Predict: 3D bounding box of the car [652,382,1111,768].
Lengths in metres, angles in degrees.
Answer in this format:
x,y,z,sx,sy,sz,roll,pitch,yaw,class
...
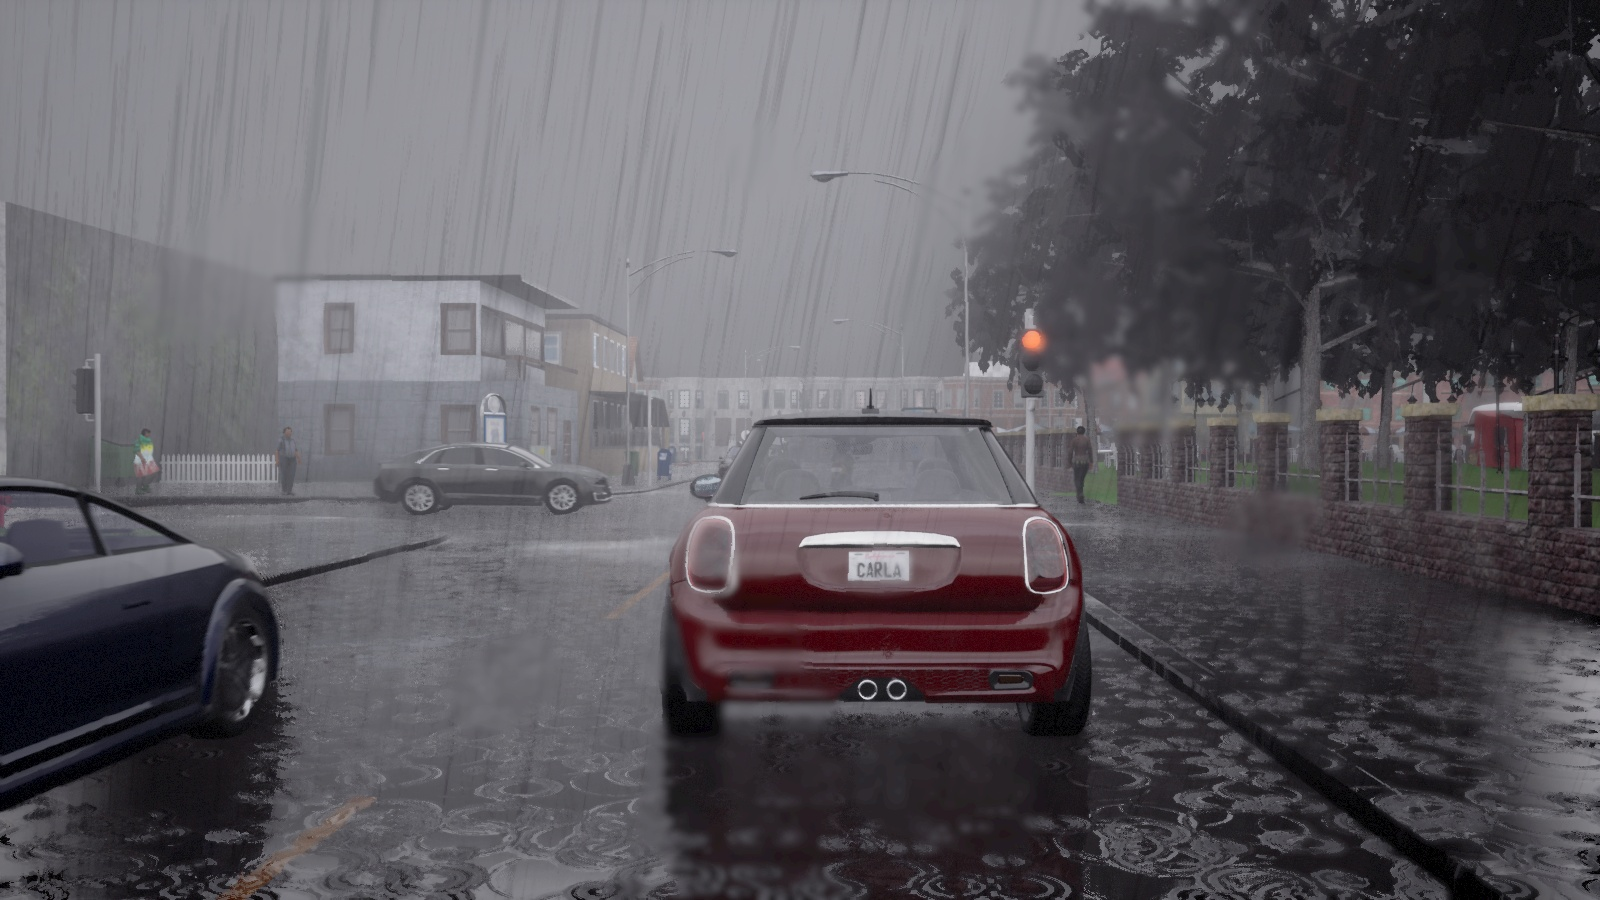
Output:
x,y,z,sx,sy,sz,roll,pitch,yaw,class
0.361,0.560,8.016,2.097,1.767,4.553,0,0,0,car

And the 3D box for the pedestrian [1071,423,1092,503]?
x,y,z,sx,sy,sz,roll,pitch,yaw,class
6.440,0.299,28.761,0.328,1.805,0.869,0,0,2,pedestrian

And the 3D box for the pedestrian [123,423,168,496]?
x,y,z,sx,sy,sz,roll,pitch,yaw,class
-17.835,0.249,34.230,0.873,1.952,0.659,0,0,16,pedestrian

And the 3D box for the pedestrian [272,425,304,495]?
x,y,z,sx,sy,sz,roll,pitch,yaw,class
-13.722,0.255,33.651,0.694,1.848,0.540,0,0,43,pedestrian

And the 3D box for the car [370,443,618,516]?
x,y,z,sx,sy,sz,roll,pitch,yaw,class
-6.395,0.596,26.695,4.892,1.490,1.837,0,1,-5,car

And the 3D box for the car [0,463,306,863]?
x,y,z,sx,sy,sz,roll,pitch,yaw,class
-3.835,0.779,4.967,1.994,1.385,4.181,0,0,2,car

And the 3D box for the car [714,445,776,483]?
x,y,z,sx,sy,sz,roll,pitch,yaw,class
-2.120,0.509,50.148,2.033,1.411,5.357,0,0,2,car
